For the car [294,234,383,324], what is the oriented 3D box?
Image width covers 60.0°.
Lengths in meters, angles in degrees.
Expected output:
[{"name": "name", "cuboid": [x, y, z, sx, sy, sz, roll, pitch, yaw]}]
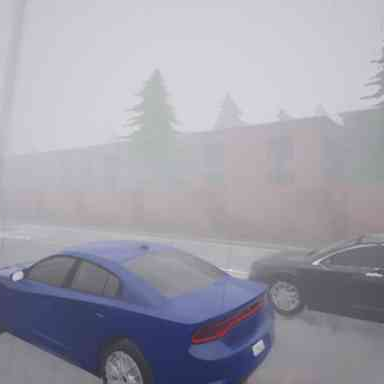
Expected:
[{"name": "car", "cuboid": [3.395, 1.508, 5.889, 4.892, 1.490, 1.837, 0, 0, 35]}]

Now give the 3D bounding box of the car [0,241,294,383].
[{"name": "car", "cuboid": [-1.314, 1.477, 4.943, 5.008, 1.535, 1.882, 0, 0, 35]}]
